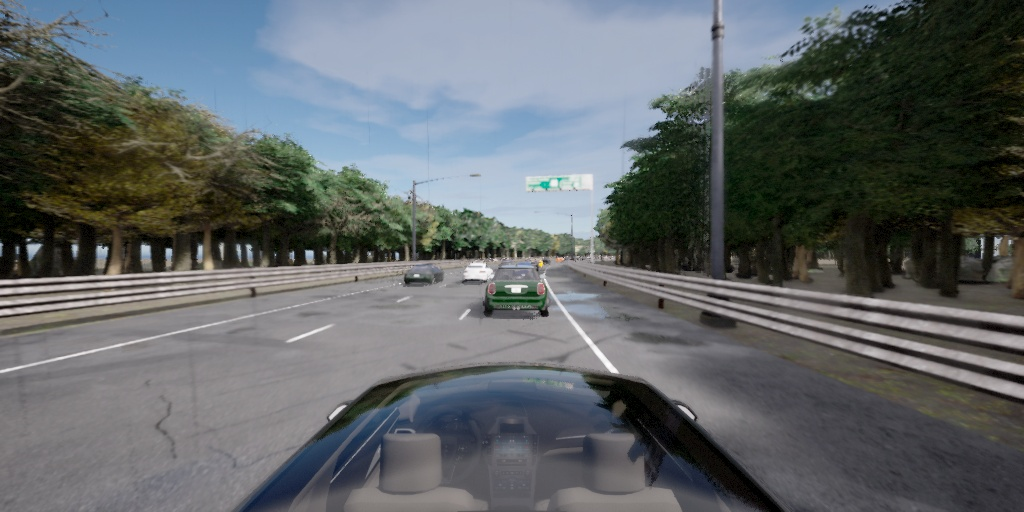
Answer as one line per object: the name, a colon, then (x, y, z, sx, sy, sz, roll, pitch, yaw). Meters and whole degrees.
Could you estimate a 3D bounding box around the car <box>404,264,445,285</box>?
car: (-6.172, 1.286, 25.692, 1.994, 1.385, 4.181, 0, 0, 4)

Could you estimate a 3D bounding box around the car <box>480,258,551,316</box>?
car: (0.200, 1.104, 13.497, 2.097, 1.767, 4.553, 0, 0, 2)

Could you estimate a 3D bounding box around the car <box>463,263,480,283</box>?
car: (-2.564, 1.271, 27.445, 1.812, 1.442, 4.674, 0, 0, 4)
